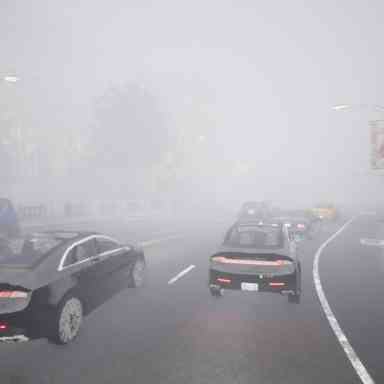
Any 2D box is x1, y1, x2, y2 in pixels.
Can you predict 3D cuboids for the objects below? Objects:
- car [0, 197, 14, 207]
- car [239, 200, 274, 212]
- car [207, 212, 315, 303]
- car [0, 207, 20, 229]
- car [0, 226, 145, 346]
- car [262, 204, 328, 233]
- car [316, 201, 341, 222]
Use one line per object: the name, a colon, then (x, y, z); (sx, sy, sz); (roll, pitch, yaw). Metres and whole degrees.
car: (-8.593, 1.220, 11.388); (2.150, 2.045, 5.566); (0, 0, 17)
car: (4.811, 1.351, 22.975); (2.097, 1.767, 4.553); (0, 0, 29)
car: (1.680, 1.491, 8.327); (2.128, 1.511, 4.902); (0, 0, 15)
car: (-6.063, 1.352, 6.851); (2.097, 1.767, 4.553); (0, 0, 13)
car: (-2.405, 1.493, 6.457); (2.128, 1.511, 4.902); (0, 0, 11)
car: (5.531, 1.547, 17.286); (2.033, 1.411, 5.357); (0, 0, 29)
car: (10.542, 1.456, 26.247); (1.801, 1.575, 5.366); (0, 0, 30)
